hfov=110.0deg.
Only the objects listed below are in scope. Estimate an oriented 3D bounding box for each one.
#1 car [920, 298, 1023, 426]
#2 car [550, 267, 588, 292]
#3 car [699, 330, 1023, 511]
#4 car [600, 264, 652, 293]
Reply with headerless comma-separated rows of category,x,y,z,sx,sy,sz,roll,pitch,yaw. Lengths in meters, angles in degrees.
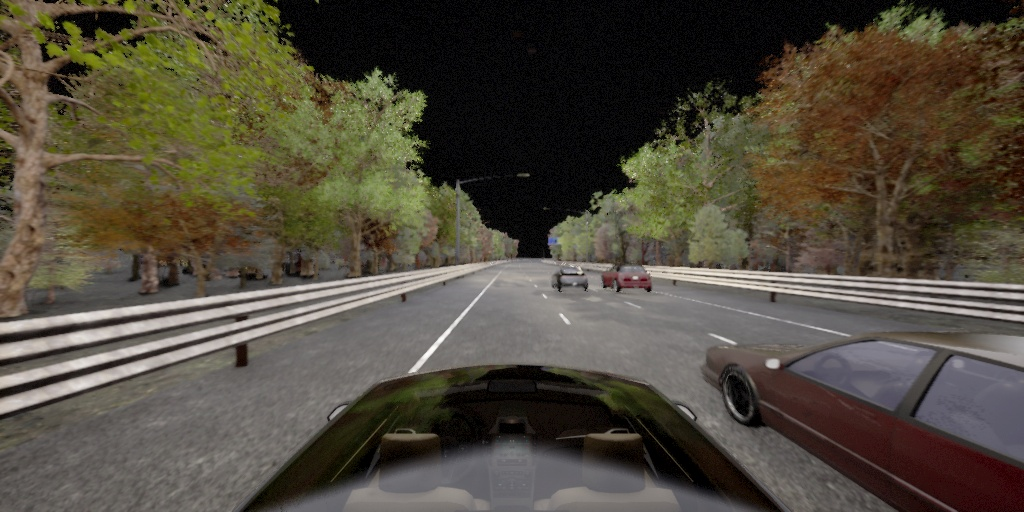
car,7.099,1.306,2.664,2.033,1.411,5.357,0,0,0
car,3.598,1.432,22.989,2.128,1.511,4.902,0,-1,0
car,3.599,1.306,2.660,2.033,1.411,5.357,0,0,0
car,7.098,1.290,22.749,2.097,1.767,4.553,0,-1,0
